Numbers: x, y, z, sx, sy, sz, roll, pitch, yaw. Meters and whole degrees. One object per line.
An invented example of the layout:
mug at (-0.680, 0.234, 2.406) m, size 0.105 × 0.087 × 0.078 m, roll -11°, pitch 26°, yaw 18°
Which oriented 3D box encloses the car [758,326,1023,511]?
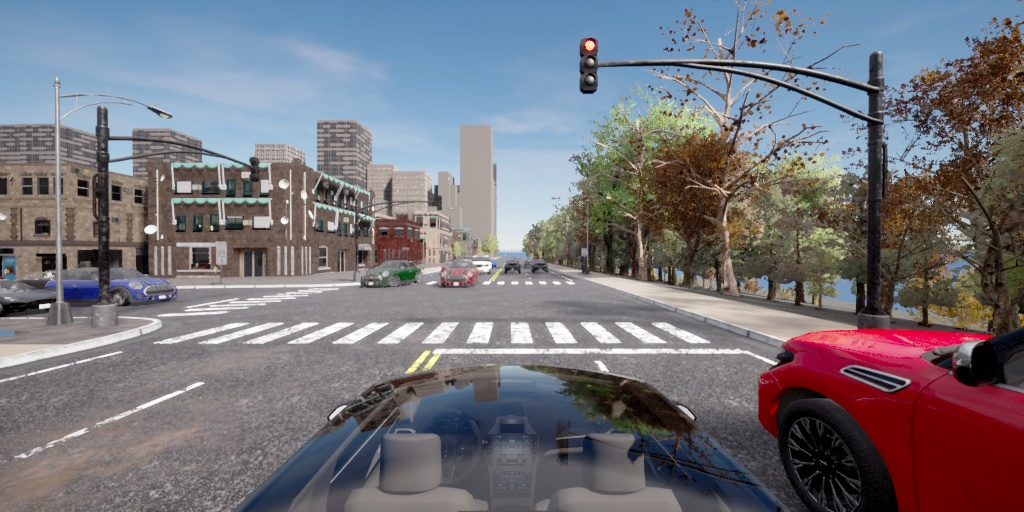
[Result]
car at (3.347, 0.972, 0.922) m, size 2.150 × 2.045 × 5.566 m, roll 0°, pitch 0°, yaw 0°

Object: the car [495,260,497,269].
car at (-3.372, 1.207, 56.582) m, size 1.882 × 1.535 × 5.008 m, roll 0°, pitch 0°, yaw 0°

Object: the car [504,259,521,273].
car at (0.070, 1.240, 43.825) m, size 1.837 × 1.490 × 4.892 m, roll 0°, pitch 0°, yaw 0°

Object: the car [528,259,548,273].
car at (3.320, 1.240, 44.226) m, size 1.837 × 1.490 × 4.892 m, roll 0°, pitch 0°, yaw 0°

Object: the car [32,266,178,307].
car at (-18.101, 1.303, 16.314) m, size 4.553 × 1.767 × 2.097 m, roll -1°, pitch 1°, yaw 1°

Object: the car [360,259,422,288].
car at (-7.934, 1.098, 23.961) m, size 2.097 × 1.767 × 4.553 m, roll 0°, pitch 0°, yaw 17°

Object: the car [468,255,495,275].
car at (-3.381, 0.958, 38.955) m, size 2.150 × 2.045 × 5.566 m, roll 0°, pitch 0°, yaw 0°

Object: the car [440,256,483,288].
car at (-3.368, 1.095, 23.868) m, size 2.097 × 1.767 × 4.553 m, roll 0°, pitch 0°, yaw 0°

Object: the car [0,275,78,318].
car at (-19.959, 1.565, 13.661) m, size 4.313 × 1.339 × 1.948 m, roll 0°, pitch 0°, yaw 0°
